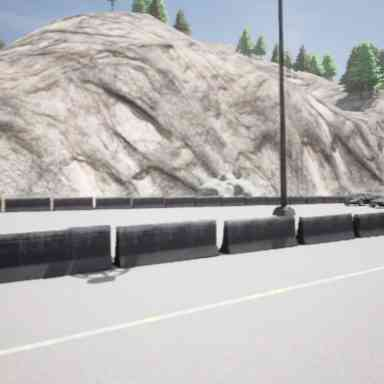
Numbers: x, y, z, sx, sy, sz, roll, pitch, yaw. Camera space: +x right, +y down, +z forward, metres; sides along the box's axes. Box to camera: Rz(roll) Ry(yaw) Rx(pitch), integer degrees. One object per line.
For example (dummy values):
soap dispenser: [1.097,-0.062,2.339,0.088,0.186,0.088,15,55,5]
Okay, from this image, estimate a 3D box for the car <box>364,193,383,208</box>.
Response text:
car: [23.217,1.145,39.352,5.357,1.411,2.033,0,1,-32]

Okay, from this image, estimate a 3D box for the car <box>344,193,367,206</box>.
car: [21.468,0.869,42.380,4.553,1.767,2.097,0,1,-32]
